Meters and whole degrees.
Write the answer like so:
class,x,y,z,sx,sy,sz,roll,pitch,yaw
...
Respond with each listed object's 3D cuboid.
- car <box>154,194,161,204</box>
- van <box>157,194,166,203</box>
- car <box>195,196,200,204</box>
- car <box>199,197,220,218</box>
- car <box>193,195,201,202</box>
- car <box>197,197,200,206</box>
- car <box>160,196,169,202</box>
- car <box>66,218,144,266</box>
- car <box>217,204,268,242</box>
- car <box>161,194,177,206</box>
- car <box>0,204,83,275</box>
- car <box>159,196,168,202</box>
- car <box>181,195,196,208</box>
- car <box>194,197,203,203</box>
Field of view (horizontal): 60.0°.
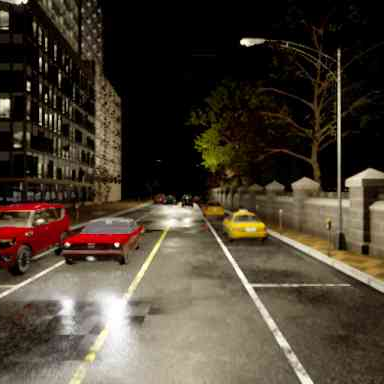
class,x,y,z,sx,sy,sz,roll,pitch,yaw
car,-6.457,1.406,66.083,2.192,1.841,5.009,0,0,-1
van,-6.565,1.438,71.623,1.690,1.788,3.998,0,0,-1
car,1.896,1.637,49.493,1.947,1.339,4.313,0,0,-1
car,1.917,1.506,30.951,1.801,1.575,5.366,0,0,-1
car,1.242,1.544,82.786,1.967,1.590,4.097,0,0,-1
car,2.005,1.646,43.945,1.802,1.307,4.206,0,0,-1
car,-6.779,1.631,82.532,1.752,1.417,4.829,0,0,-1
car,-2.914,1.622,11.789,1.895,1.301,4.718,0,0,0
car,2.464,1.553,16.376,1.752,1.417,4.829,0,0,-1
car,-3.595,1.432,55.439,2.097,1.767,4.553,0,0,-1
car,-5.509,1.335,10.646,2.192,1.841,5.009,0,0,0
car,-6.674,1.683,77.162,1.802,1.307,4.206,0,0,-1
car,-0.667,1.620,49.666,2.033,1.411,5.357,0,0,-1
car,1.460,1.677,71.689,1.802,1.307,4.206,0,0,-1
